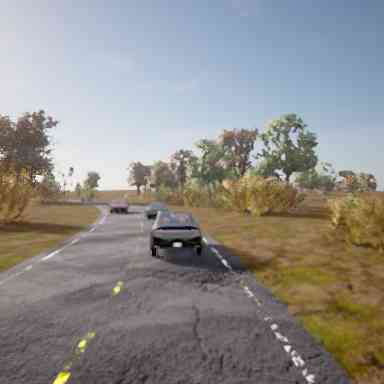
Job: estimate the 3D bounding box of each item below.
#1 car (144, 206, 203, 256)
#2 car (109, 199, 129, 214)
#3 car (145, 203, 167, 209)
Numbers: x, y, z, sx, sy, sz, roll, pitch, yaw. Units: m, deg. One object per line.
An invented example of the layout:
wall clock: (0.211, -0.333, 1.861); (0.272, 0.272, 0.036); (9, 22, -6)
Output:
car: (-0.690, 1.517, 13.293); (2.128, 1.511, 4.902); (0, 0, -5)
car: (-7.937, 1.537, 36.066); (1.882, 1.535, 5.008); (0, 0, -15)
car: (-3.090, 1.613, 29.223); (1.994, 1.385, 4.181); (0, 0, -11)
